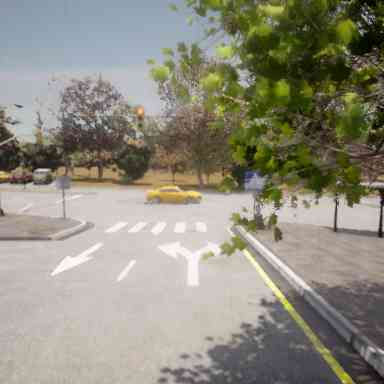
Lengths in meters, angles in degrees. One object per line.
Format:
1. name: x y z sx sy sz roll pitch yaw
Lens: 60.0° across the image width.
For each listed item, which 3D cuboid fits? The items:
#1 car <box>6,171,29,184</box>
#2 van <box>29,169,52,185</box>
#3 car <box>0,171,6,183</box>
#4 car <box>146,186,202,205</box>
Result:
1. car: -23.115 -2.106 45.287 2.185 1.767 4.553 0 6 -13
2. van: -20.147 -2.072 44.881 1.878 1.987 4.442 1 6 -14
3. car: -26.107 -2.135 45.847 1.946 1.575 5.366 0 6 -13
4. car: -1.634 0.253 29.886 5.008 1.535 1.882 0 6 4
